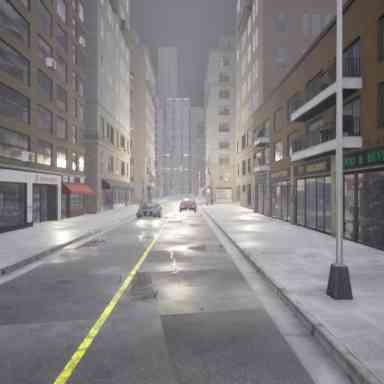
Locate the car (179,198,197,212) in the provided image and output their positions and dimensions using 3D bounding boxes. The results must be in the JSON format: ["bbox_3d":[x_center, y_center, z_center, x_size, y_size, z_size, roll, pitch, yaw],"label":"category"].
[{"bbox_3d":[-0.461,1.586,38.035,1.895,1.301,4.718,0,0,-1],"label":"car"}]

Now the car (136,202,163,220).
[{"bbox_3d":[-3.510,1.557,28.293,1.994,1.385,4.181,0,0,-1],"label":"car"}]

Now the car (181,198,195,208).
[{"bbox_3d":[-0.552,1.575,48.182,1.895,1.301,4.718,0,0,1],"label":"car"}]
